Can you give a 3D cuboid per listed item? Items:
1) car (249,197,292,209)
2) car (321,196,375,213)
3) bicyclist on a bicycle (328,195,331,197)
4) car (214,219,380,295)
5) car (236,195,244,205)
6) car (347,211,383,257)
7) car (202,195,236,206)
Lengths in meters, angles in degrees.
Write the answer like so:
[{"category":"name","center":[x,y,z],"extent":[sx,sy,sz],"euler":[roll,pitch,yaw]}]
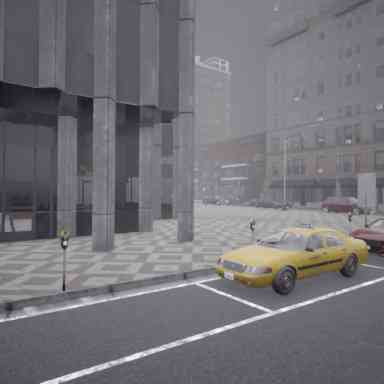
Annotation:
[{"category":"car","center":[9.062,1.307,38.965],"extent":[2.033,1.411,5.357],"euler":[1,0,-35]},{"category":"car","center":[14.569,1.198,31.145],"extent":[2.097,1.767,4.553],"euler":[1,0,-35]},{"category":"bicyclist on a bicycle","center":[16.339,1.159,39.468],"extent":[1.656,1.620,0.582],"euler":[0,0,-35]},{"category":"car","center":[2.779,1.527,8.732],"extent":[4.829,1.417,1.752],"euler":[0,1,-35]},{"category":"car","center":[5.641,1.187,49.386],"extent":[2.128,1.511,4.902],"euler":[1,0,-35]},{"category":"car","center":[7.498,1.547,12.095],"extent":[4.507,1.381,1.887],"euler":[0,1,-35]},{"category":"car","center":[3.393,1.161,47.036],"extent":[2.128,1.511,4.902],"euler":[1,0,-35]}]
